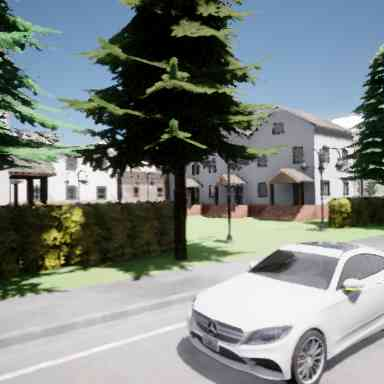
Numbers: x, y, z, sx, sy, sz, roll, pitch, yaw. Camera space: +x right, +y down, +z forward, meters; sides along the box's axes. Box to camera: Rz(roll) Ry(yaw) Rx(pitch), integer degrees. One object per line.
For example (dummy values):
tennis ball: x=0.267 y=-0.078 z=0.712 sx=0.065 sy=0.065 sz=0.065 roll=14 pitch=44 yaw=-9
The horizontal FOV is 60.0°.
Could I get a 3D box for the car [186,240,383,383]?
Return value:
car: x=2.074 y=1.601 z=5.532 sx=4.674 sy=1.442 sz=1.812 roll=0 pitch=-1 yaw=-37
